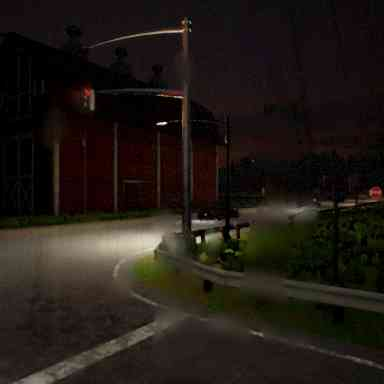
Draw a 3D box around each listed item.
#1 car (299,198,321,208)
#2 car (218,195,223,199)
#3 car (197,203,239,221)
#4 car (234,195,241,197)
[{"bbox_3d":[16.742,1.584,47.110,1.994,1.385,4.181,0,0,37],"label":"car"},{"bbox_3d":[5.643,1.510,78.281,1.816,1.474,4.193,0,0,36],"label":"car"},{"bbox_3d":[2.238,1.583,27.546,1.994,1.385,4.181,0,0,36],"label":"car"},{"bbox_3d":[12.181,1.524,89.425,1.784,1.438,3.905,0,0,36],"label":"car"}]
